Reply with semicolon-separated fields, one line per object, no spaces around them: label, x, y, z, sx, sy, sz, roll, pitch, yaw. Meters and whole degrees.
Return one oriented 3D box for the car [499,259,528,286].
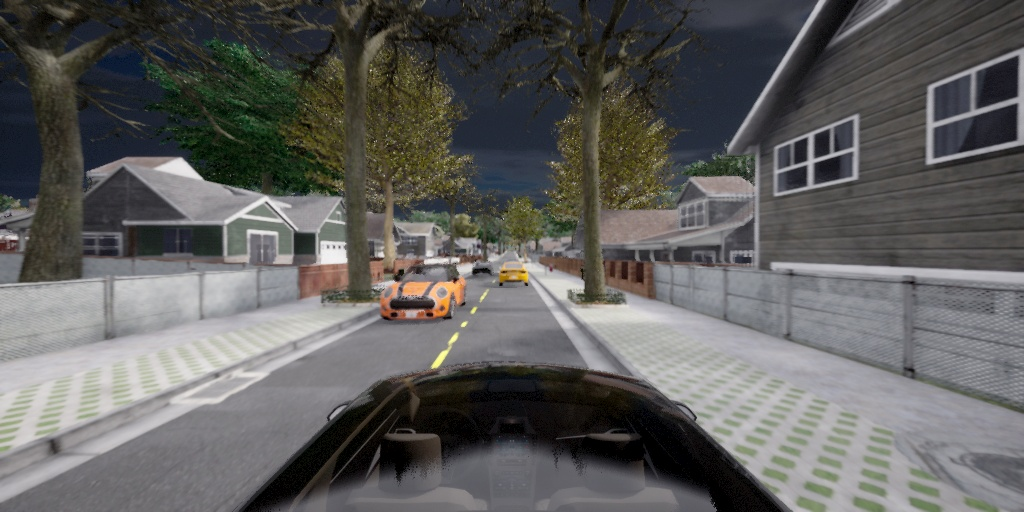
car;0.106;1.154;24.815;1.882;1.535;5.008;0;0;0

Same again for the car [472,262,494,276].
car;-2.836;1.261;35.244;1.895;1.301;4.718;0;0;0

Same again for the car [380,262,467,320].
car;-2.820;1.061;12.343;2.097;1.767;4.553;0;0;0
